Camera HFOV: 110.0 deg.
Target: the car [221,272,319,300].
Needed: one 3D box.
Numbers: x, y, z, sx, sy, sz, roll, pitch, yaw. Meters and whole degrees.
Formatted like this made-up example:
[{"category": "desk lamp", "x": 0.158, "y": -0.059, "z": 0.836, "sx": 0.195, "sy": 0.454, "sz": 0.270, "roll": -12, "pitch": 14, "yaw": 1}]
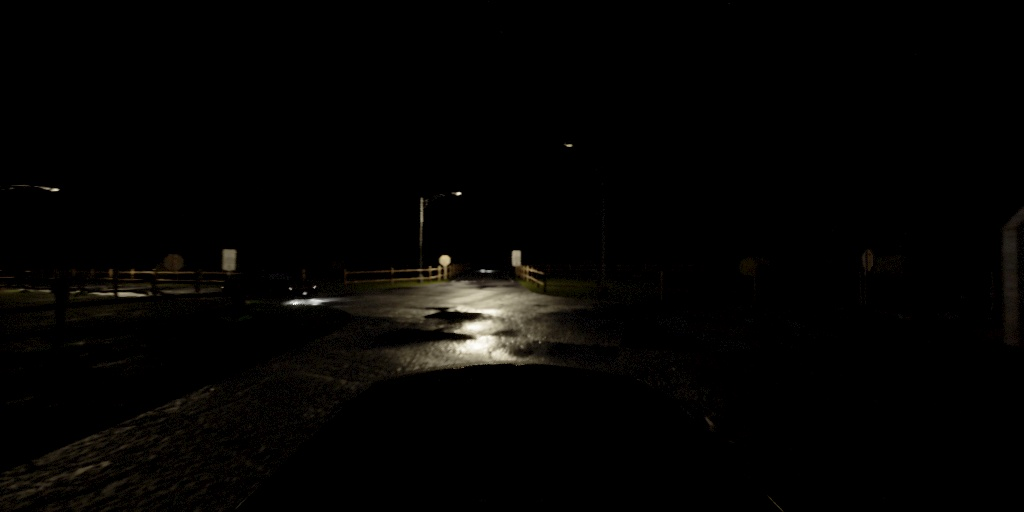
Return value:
[{"category": "car", "x": -13.024, "y": 1.545, "z": 19.224, "sx": 5.357, "sy": 1.411, "sz": 2.033, "roll": -1, "pitch": -2, "yaw": 21}]
